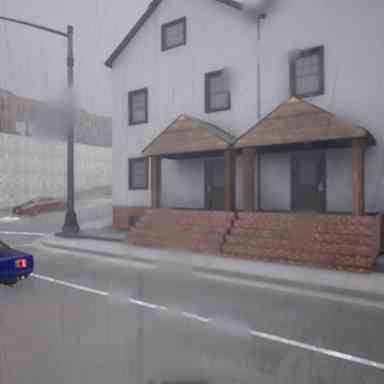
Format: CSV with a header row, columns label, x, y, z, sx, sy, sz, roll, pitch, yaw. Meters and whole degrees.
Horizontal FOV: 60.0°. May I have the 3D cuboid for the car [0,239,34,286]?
label,x,y,z,sx,sy,sz,roll,pitch,yaw
car,-6.033,1.649,8.285,4.718,1.301,1.895,0,0,36

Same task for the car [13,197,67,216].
label,x,y,z,sx,sy,sz,roll,pitch,yaw
car,-12.806,1.105,28.131,1.994,1.385,4.181,0,6,35

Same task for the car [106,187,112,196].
label,x,y,z,sx,sy,sz,roll,pitch,yaw
car,-7.215,-0.658,36.093,1.812,1.442,4.674,0,13,36
